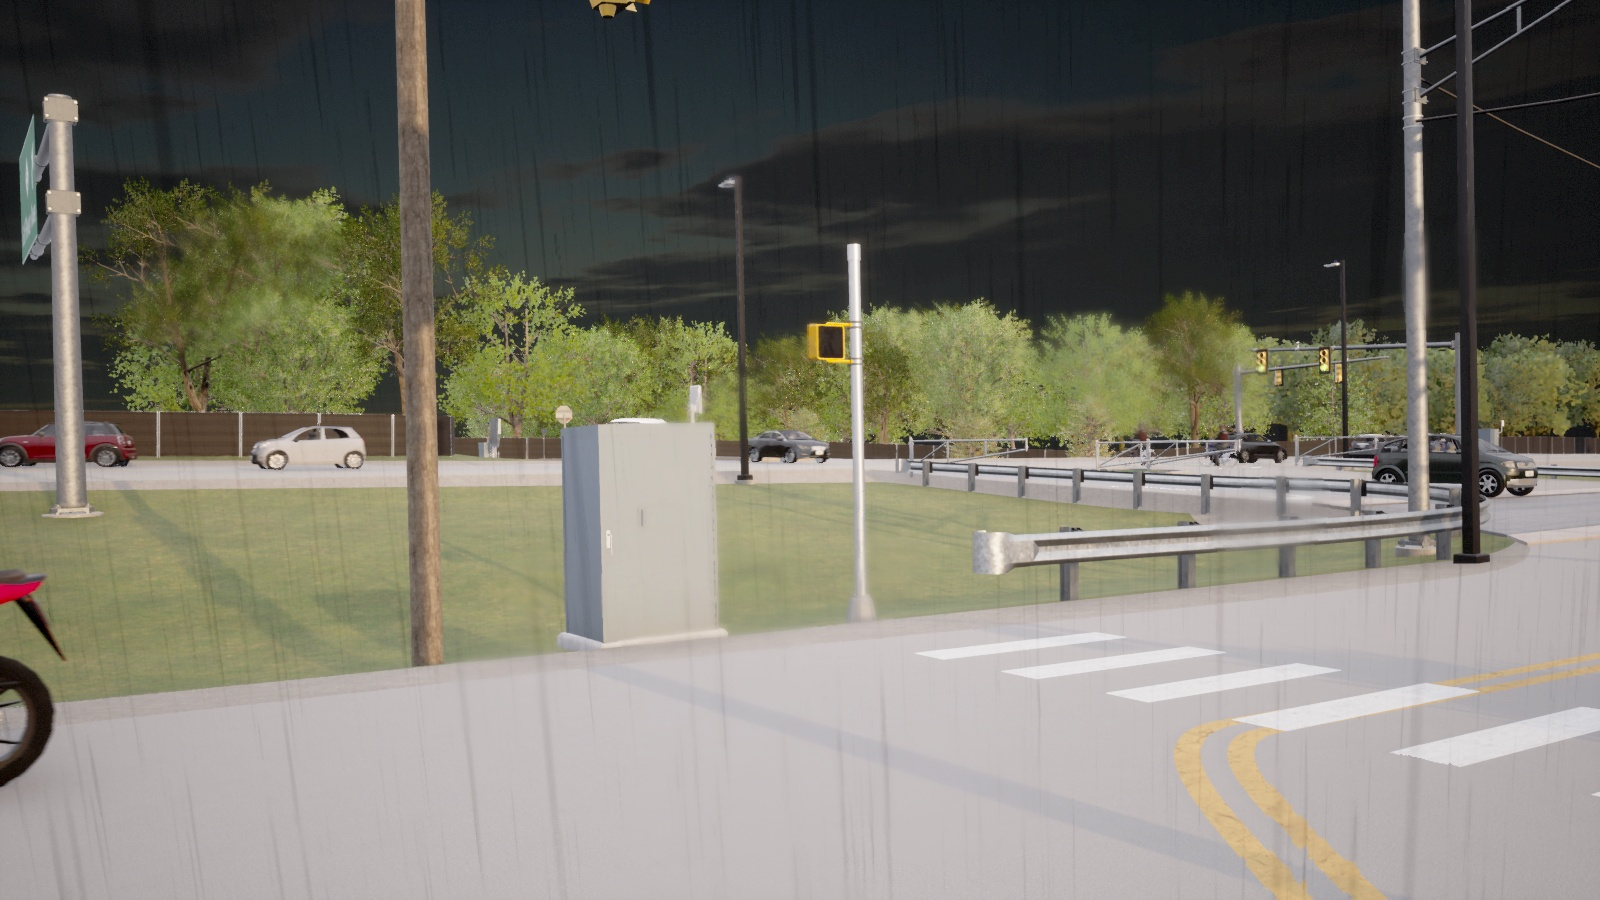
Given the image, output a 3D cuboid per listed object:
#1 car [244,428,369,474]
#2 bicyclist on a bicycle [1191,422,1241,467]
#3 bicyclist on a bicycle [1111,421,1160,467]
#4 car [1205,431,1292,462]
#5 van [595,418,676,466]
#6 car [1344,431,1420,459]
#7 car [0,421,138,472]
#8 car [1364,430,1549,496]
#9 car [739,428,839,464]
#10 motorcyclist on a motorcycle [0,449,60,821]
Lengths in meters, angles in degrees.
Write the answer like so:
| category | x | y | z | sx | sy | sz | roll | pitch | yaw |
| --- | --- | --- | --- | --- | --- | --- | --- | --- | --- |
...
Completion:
| category | x | y | z | sx | sy | sz | roll | pitch | yaw |
| --- | --- | --- | --- | --- | --- | --- | --- | --- | --- |
| car | -16.819 | 0.023 | 42.793 | 3.633 | 1.501 | 1.845 | -1 | 0 | -34 |
| bicyclist on a bicycle | 16.919 | -0.232 | 51.097 | 0.659 | 1.776 | 1.843 | 0 | 2 | -36 |
| bicyclist on a bicycle | 13.354 | -0.264 | 50.063 | 0.659 | 1.776 | 1.843 | 0 | 2 | -36 |
| car | 21.627 | -0.171 | 60.471 | 4.193 | 1.474 | 1.816 | 0 | 0 | -34 |
| van | -7.220 | -0.367 | 55.496 | 2.069 | 2.038 | 4.480 | 1 | 1 | 13 |
| car | 30.972 | -0.271 | 66.825 | 3.806 | 1.475 | 1.970 | 0 | 0 | -34 |
| car | -26.621 | -0.136 | 45.222 | 4.553 | 1.767 | 2.097 | 0 | 0 | -16 |
| car | 16.435 | 0.310 | 31.579 | 1.789 | 1.549 | 3.705 | -1 | 0 | -34 |
| car | -0.531 | -0.190 | 56.452 | 2.128 | 1.511 | 4.902 | 0 | 0 | -34 |
| motorcyclist on a motorcycle | -4.179 | 0.751 | 5.013 | 2.044 | 1.523 | 0.797 | 1 | -1 | -35 |
